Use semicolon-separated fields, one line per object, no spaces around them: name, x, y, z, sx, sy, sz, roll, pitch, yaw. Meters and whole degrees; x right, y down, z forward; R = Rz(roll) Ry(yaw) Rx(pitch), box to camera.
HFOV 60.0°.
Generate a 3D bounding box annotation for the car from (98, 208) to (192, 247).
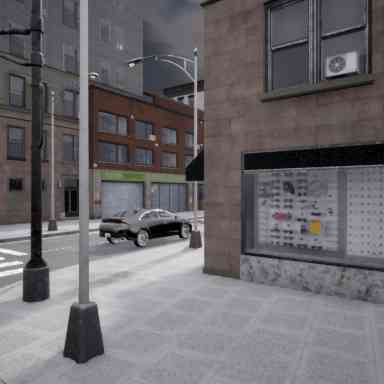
car;-1.886;1.459;14.956;2.128;1.511;4.902;0;0;35
